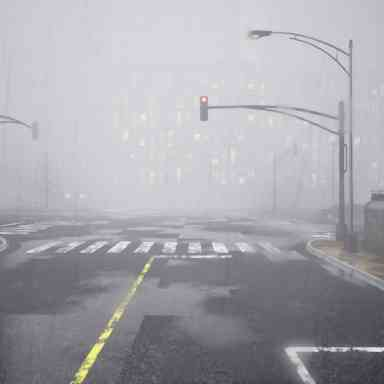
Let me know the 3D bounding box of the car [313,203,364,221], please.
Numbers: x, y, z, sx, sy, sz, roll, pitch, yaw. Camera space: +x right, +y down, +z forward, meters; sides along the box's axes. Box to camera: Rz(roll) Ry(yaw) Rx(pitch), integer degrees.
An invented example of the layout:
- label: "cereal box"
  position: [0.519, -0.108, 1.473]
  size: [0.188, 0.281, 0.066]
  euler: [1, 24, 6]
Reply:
- label: "car"
  position: [13.164, 1.694, 29.036]
  size: [4.892, 1.490, 1.837]
  euler: [1, 0, -1]
